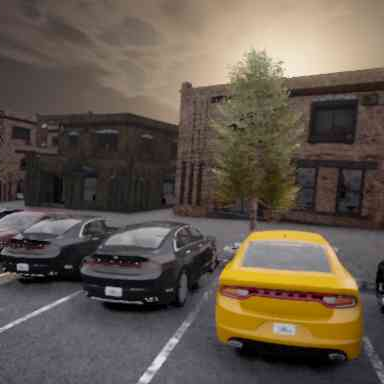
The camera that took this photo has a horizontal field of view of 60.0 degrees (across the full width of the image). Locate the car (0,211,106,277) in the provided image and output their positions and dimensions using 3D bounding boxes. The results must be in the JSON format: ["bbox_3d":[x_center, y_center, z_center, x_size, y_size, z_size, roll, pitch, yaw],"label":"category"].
[{"bbox_3d":[-3.059,1.406,9.614,2.231,1.521,4.892,0,0,15],"label":"car"}]

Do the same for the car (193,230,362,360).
[{"bbox_3d":[1.725,1.452,6.213,2.097,1.535,5.008,0,0,15],"label":"car"}]

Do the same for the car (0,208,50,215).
[{"bbox_3d":[-5.446,1.382,11.321,2.097,1.535,5.008,1,0,15],"label":"car"}]

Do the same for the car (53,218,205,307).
[{"bbox_3d":[-0.670,1.430,7.914,2.231,1.521,4.892,0,0,15],"label":"car"}]

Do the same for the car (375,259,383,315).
[{"bbox_3d":[4.108,1.353,4.487,2.185,1.767,4.553,1,0,16],"label":"car"}]
